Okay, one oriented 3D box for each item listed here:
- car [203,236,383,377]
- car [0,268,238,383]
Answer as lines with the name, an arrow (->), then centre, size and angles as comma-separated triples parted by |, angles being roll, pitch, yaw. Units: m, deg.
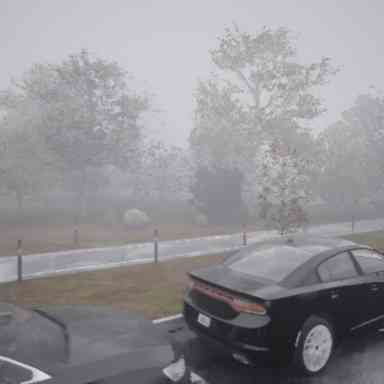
car -> 2.224, 1.496, 5.641 | 5.008, 1.535, 2.097 | 0, 0, -33
car -> -2.287, 1.516, 2.424 | 4.892, 1.521, 2.231 | 1, 0, -33
